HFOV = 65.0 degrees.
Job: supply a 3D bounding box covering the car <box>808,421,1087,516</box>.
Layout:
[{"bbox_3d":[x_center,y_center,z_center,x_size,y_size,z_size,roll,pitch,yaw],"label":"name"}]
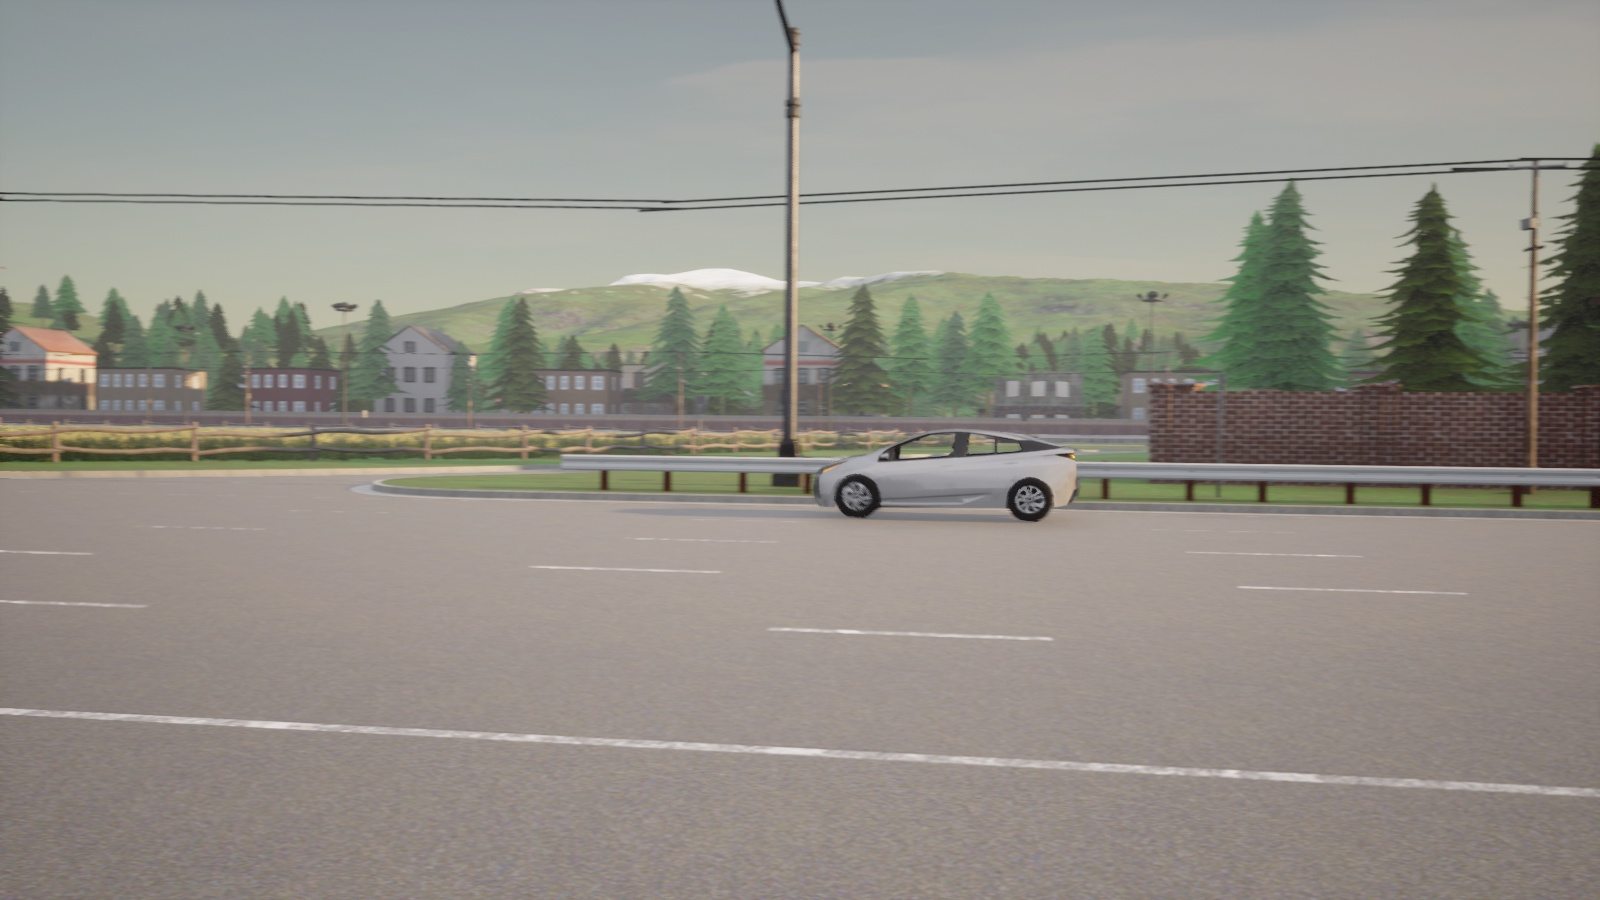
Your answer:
[{"bbox_3d":[2.527,0.297,21.484,4.514,1.525,2.007,0,1,9],"label":"car"}]
